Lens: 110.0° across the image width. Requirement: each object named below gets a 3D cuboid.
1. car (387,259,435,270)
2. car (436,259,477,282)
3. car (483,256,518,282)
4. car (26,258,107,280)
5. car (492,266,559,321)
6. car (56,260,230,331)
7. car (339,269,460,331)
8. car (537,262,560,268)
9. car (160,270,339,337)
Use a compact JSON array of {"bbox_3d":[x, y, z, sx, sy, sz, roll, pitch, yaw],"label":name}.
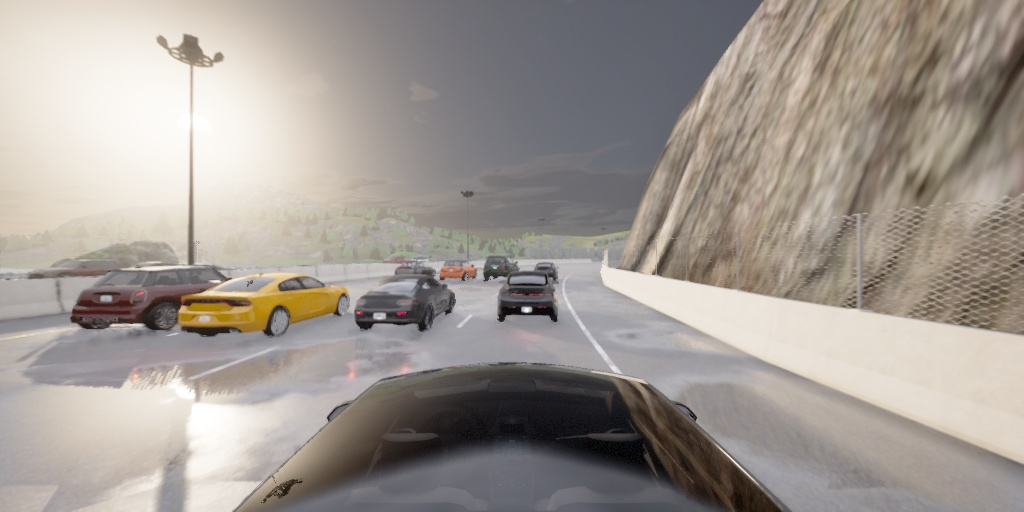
[{"bbox_3d":[-7.921,1.251,29.619,2.128,1.511,4.902,0,0,9],"label":"car"},{"bbox_3d":[-4.348,1.121,29.772,2.097,1.767,4.553,0,0,9],"label":"car"},{"bbox_3d":[-0.833,1.000,29.722,2.150,2.045,5.566,0,0,10],"label":"car"},{"bbox_3d":[-29.993,1.049,24.947,2.097,1.767,4.553,0,0,7],"label":"car"},{"bbox_3d":[0.583,1.268,12.535,1.837,1.490,4.892,0,0,4],"label":"car"},{"bbox_3d":[-10.023,1.086,11.073,2.097,1.767,4.553,0,0,3],"label":"car"},{"bbox_3d":[-3.048,1.278,10.884,1.812,1.442,4.674,0,0,3],"label":"car"},{"bbox_3d":[2.946,1.294,30.828,1.837,1.490,4.892,0,0,10],"label":"car"},{"bbox_3d":[-6.572,1.220,10.281,1.882,1.535,5.008,0,0,3],"label":"car"}]
